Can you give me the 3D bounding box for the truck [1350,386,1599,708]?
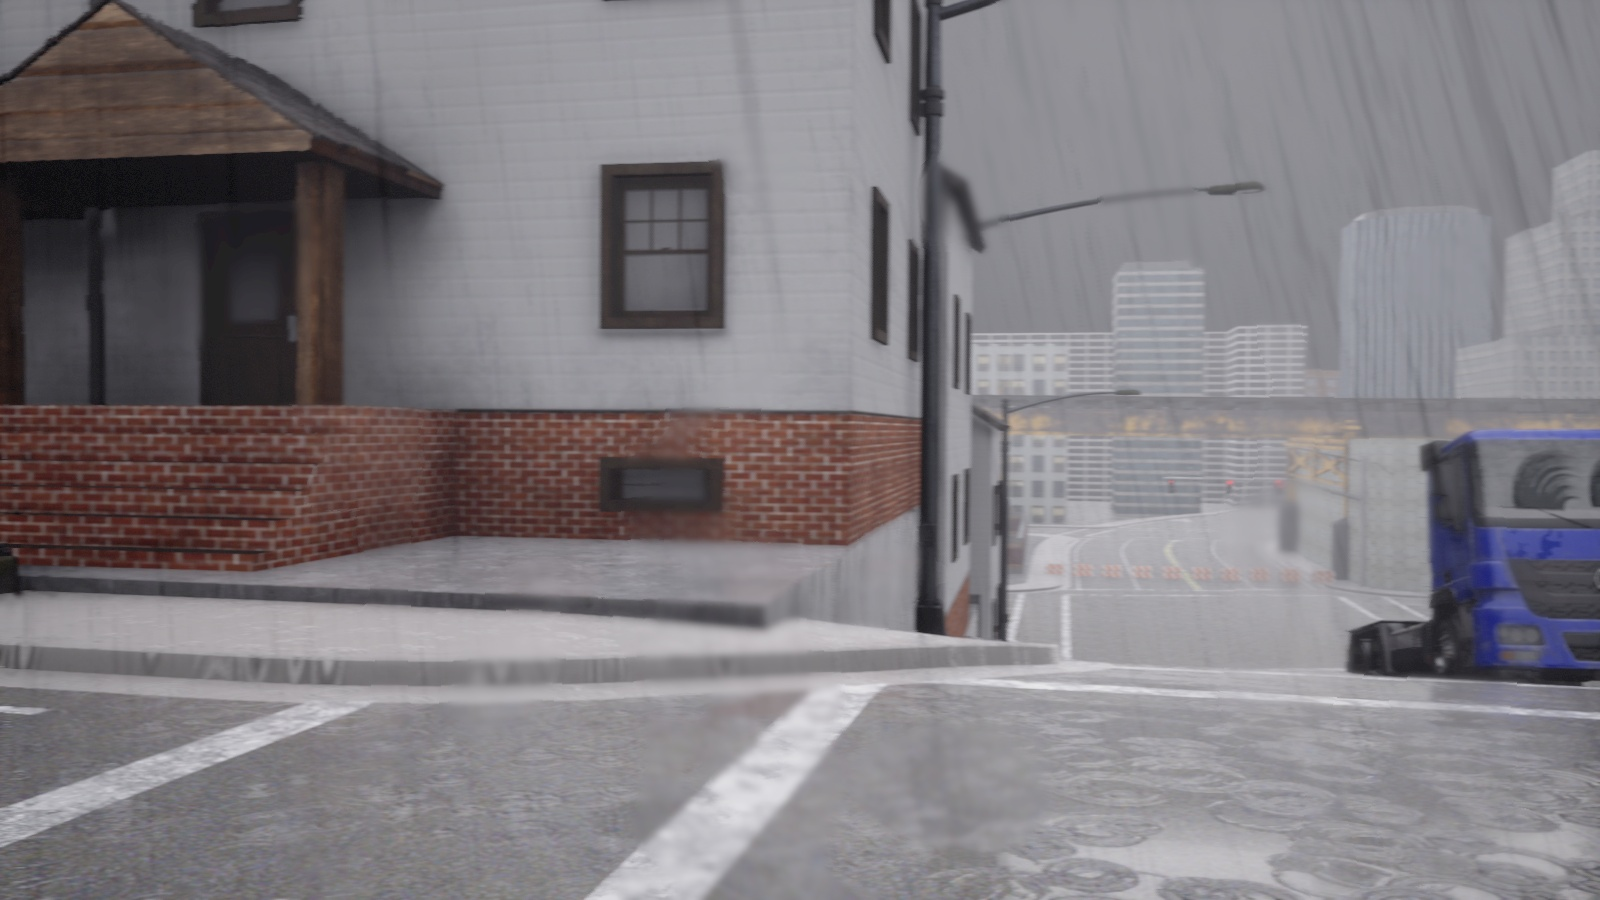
[{"bbox_3d":[10.229,1.778,17.632,2.891,3.462,7.936,-1,-12,12],"label":"truck"}]
